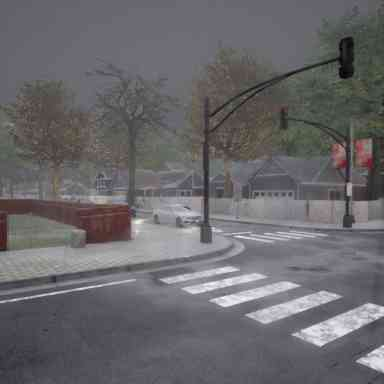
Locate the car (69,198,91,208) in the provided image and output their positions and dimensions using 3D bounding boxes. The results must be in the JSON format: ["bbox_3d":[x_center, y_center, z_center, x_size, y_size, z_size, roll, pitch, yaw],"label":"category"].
[{"bbox_3d":[-16.733,1.654,49.588,1.994,1.385,4.181,0,0,-35],"label":"car"}]

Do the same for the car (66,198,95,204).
[{"bbox_3d":[-12.849,1.530,39.182,1.882,1.535,5.008,0,0,-35],"label":"car"}]

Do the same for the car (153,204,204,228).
[{"bbox_3d":[-1.022,1.547,22.634,1.812,1.442,4.674,0,0,-36],"label":"car"}]

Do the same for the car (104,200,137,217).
[{"bbox_3d":[-6.861,1.513,30.802,1.882,1.535,5.008,0,0,-36],"label":"car"}]

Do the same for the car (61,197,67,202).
[{"bbox_3d":[-22.394,1.601,57.395,2.128,1.511,4.902,0,0,-36],"label":"car"}]
